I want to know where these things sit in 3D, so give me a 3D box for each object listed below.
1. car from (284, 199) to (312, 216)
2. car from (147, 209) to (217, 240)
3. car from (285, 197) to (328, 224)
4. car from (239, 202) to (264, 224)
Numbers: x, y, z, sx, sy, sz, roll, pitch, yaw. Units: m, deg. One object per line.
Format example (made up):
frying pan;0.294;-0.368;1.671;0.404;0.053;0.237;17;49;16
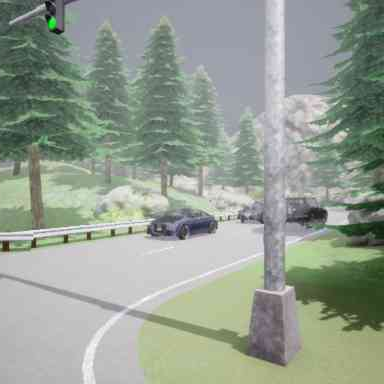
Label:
car;10.929;1.519;34.032;1.837;1.490;4.892;0;0;28
car;-0.408;1.578;17.361;1.994;1.385;4.181;0;0;35
car;7.446;1.352;22.314;2.150;2.045;5.566;0;-1;35
car;5.290;1.506;25.512;2.128;1.511;4.902;0;0;35
